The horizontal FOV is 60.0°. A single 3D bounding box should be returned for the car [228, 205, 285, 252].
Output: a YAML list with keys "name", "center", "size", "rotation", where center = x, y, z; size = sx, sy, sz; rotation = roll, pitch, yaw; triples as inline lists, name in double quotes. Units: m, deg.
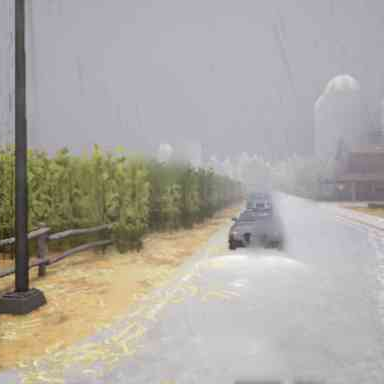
- name: "car"
  center: [2.583, 1.437, 13.274]
  size: [1.994, 1.385, 4.181]
  rotation: [0, 1, 12]

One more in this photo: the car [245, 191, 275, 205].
- name: "car"
  center: [5.766, 0.953, 28.128]
  size: [2.150, 2.045, 5.566]
  rotation: [0, 1, 12]
